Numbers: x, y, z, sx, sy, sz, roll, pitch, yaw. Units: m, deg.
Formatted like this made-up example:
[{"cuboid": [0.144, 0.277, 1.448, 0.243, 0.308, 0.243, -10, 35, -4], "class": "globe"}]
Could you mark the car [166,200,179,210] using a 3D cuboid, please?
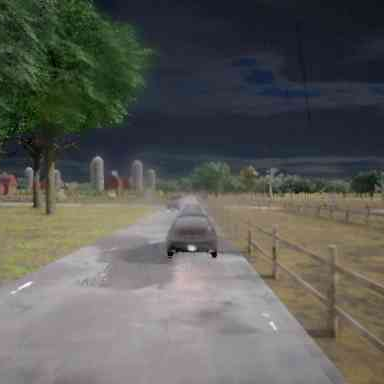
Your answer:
[{"cuboid": [-2.767, 1.931, 49.544, 2.033, 1.411, 5.357, 0, 0, 0], "class": "car"}]

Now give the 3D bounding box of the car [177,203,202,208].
[{"cuboid": [0.017, 1.803, 28.625, 1.994, 1.385, 4.181, 0, 0, 0], "class": "car"}]

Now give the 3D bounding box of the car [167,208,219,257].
[{"cuboid": [0.017, 1.627, 13.539, 1.837, 1.490, 4.892, 0, 0, 0], "class": "car"}]
